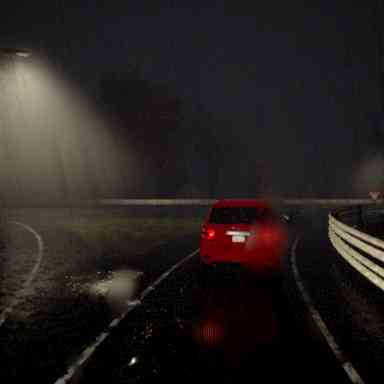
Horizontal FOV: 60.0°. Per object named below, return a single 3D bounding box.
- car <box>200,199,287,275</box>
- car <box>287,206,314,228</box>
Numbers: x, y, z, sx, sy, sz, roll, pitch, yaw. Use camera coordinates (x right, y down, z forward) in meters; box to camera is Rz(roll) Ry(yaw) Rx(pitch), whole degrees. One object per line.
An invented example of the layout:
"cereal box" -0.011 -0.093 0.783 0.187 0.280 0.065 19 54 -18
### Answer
"car" 1.707 1.249 10.780 2.150 2.045 5.566 0 0 12
"car" 7.108 1.634 23.103 1.994 1.385 4.181 0 0 32
